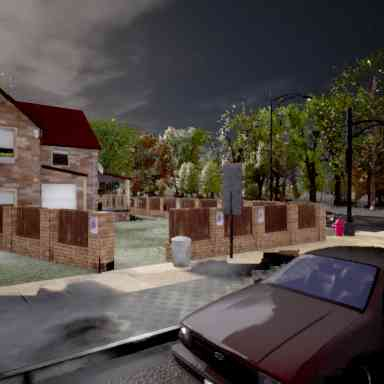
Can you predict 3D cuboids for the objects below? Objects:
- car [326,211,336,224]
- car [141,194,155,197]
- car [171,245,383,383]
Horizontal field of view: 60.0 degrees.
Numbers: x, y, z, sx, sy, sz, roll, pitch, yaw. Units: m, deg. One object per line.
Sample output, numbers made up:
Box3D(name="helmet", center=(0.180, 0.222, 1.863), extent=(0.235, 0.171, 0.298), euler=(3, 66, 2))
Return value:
Box3D(name="car", center=(7.663, 1.469, 23.334), extent=(1.812, 1.442, 4.674), euler=(0, 0, -36))
Box3D(name="car", center=(-7.696, 1.157, 56.195), extent=(2.097, 1.767, 4.553), euler=(0, 0, -36))
Box3D(name="car", center=(2.373, 1.547, 4.803), extent=(5.357, 1.411, 2.033), euler=(0, 0, -36))
